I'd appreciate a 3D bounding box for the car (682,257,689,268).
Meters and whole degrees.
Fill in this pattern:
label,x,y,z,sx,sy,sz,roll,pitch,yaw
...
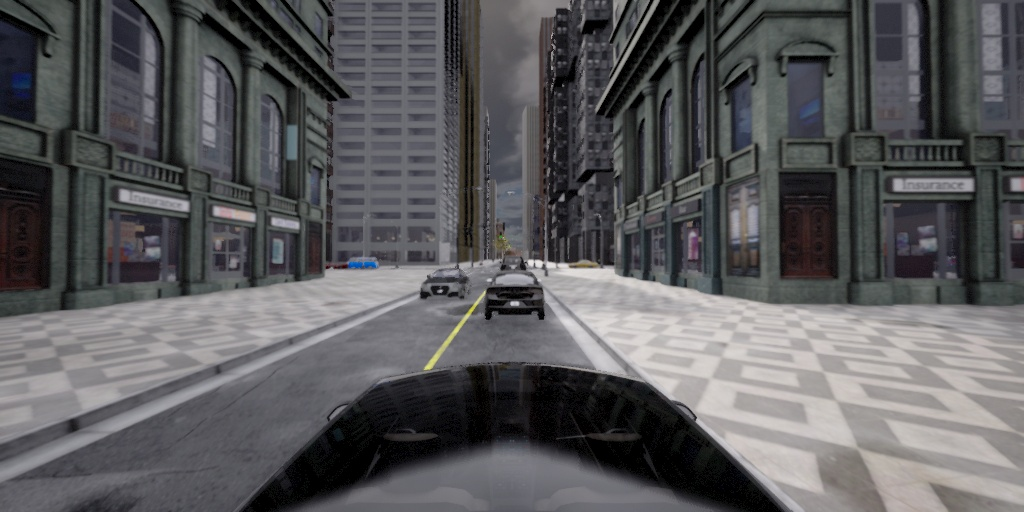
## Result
label,x,y,z,sx,sy,sz,roll,pitch,yaw
car,22.645,1.200,50.458,4.313,1.339,1.948,0,0,0

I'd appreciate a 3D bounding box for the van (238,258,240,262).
label,x,y,z,sx,sy,sz,roll,pitch,yaw
van,-37.325,1.173,50.228,3.998,1.789,1.690,0,0,0

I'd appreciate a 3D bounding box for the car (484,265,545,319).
label,x,y,z,sx,sy,sz,roll,pitch,yaw
car,0.091,1.237,12.839,1.882,1.535,5.008,0,0,0

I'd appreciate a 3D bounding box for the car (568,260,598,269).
label,x,y,z,sx,sy,sz,roll,pitch,yaw
car,11.634,1.344,58.948,4.829,1.417,1.751,0,0,0

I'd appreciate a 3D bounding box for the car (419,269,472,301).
label,x,y,z,sx,sy,sz,roll,pitch,yaw
car,-3.097,1.326,17.419,1.994,1.385,4.181,0,0,0

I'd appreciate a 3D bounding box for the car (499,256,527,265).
label,x,y,z,sx,sy,sz,roll,pitch,yaw
car,0.103,0.988,30.098,2.150,2.045,5.566,0,0,0

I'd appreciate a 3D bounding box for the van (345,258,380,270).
label,x,y,z,sx,sy,sz,roll,pitch,yaw
van,-20.751,1.111,50.286,3.998,1.789,1.690,0,0,0

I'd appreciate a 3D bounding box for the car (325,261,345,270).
label,x,y,z,sx,sy,sz,roll,pitch,yaw
car,-26.276,1.336,50.266,4.507,1.381,1.888,0,0,0
